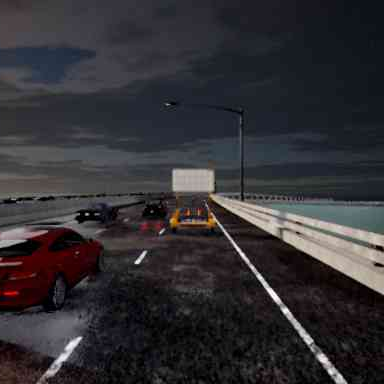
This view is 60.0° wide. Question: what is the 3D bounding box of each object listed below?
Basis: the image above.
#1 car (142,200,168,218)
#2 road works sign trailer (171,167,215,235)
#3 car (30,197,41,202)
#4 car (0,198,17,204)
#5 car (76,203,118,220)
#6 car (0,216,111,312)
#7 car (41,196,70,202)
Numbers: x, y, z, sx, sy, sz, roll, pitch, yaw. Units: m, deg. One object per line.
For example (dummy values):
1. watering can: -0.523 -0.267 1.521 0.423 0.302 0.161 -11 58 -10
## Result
1. car: -3.225 1.415 29.617 2.128 1.511 4.902 0 0 1
2. road works sign trailer: 0.065 0.417 18.456 2.380 3.560 2.880 0 0 0
3. car: -20.669 1.389 46.004 1.837 1.490 4.892 0 0 1
4. car: -24.234 1.456 42.578 1.994 1.385 4.181 0 0 1
5. car: -6.784 1.485 24.099 2.033 1.411 5.357 0 0 1
6. car: -3.382 1.506 7.543 1.812 1.442 4.674 0 0 0
7. car: -17.229 1.435 43.504 2.033 1.411 5.357 0 0 1
